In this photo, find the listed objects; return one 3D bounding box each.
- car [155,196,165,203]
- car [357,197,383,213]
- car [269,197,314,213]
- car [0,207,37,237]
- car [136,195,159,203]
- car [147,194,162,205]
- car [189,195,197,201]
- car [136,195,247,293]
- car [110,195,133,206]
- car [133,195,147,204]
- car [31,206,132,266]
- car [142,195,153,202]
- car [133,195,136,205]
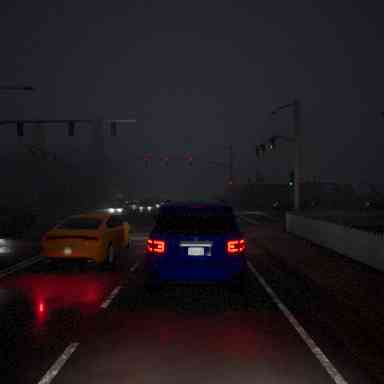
[{"bbox_3d":[-6.822,1.524,71.685,1.812,1.442,4.674,0,0,0],"label":"car"},{"bbox_3d":[20.518,1.352,36.268,4.553,1.767,2.097,0,0,-1],"label":"car"},{"bbox_3d":[10.736,1.352,36.049,4.553,1.767,2.097,0,0,-1],"label":"car"},{"bbox_3d":[-10.210,1.548,18.409,2.033,1.411,5.357,0,0,-6],"label":"car"},{"bbox_3d":[-6.966,1.547,52.205,2.033,1.411,5.357,0,0,0],"label":"car"},{"bbox_3d":[-6.911,1.352,61.686,2.097,1.767,4.553,0,0,0],"label":"car"},{"bbox_3d":[0.221,1.540,88.985,2.033,1.411,5.357,0,0,0],"label":"car"},{"bbox_3d":[0.085,1.221,8.996,2.150,2.045,5.566,0,0,0],"label":"car"},{"bbox_3d":[-10.477,1.492,48.207,2.128,1.511,4.902,0,0,0],"label":"car"},{"bbox_3d":[-10.354,1.478,66.688,1.882,1.535,5.008,0,0,1],"label":"car"},{"bbox_3d":[-3.395,1.478,11.619,1.882,1.535,5.008,0,0,0],"label":"car"},{"bbox_3d":[-10.309,1.524,76.943,1.812,1.442,4.674,0,0,0],"label":"car"},{"bbox_3d":[-10.436,1.352,57.419,2.097,1.767,4.553,0,0,0],"label":"car"}]
